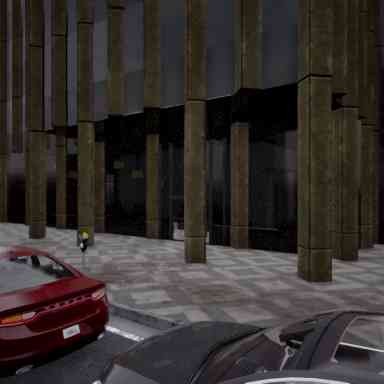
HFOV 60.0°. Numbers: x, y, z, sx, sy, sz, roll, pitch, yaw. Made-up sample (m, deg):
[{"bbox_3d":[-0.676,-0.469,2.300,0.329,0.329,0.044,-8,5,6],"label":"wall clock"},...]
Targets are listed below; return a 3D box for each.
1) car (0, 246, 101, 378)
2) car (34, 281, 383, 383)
[{"bbox_3d":[-3.264,1.544,5.309,4.507,1.381,1.887,0,0,36],"label":"car"},{"bbox_3d":[1.155,1.551,2.139,4.403,1.369,2.008,0,0,36],"label":"car"}]
